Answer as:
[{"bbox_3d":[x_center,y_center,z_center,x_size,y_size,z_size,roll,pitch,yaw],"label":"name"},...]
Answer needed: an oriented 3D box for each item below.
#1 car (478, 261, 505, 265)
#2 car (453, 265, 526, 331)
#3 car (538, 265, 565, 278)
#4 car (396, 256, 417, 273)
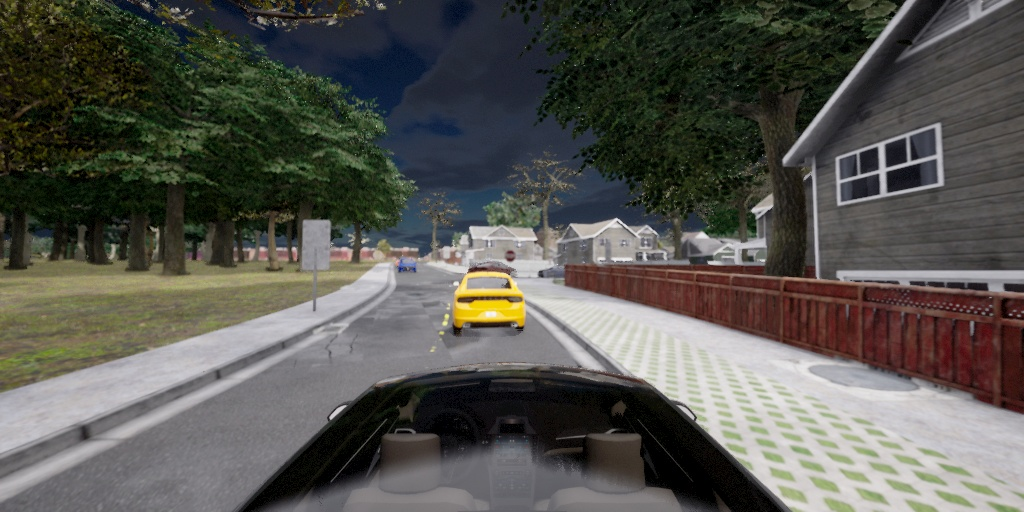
[{"bbox_3d":[-1.452,1.177,28.423,1.882,1.535,5.008,-3,-1,29],"label":"car"},{"bbox_3d":[-0.787,1.227,11.036,1.882,1.535,5.008,0,0,-7],"label":"car"},{"bbox_3d":[4.581,1.522,34.605,4.181,1.385,1.994,1,-3,-17],"label":"car"},{"bbox_3d":[-11.693,1.031,39.955,1.882,1.535,5.008,1,0,-18],"label":"car"}]
